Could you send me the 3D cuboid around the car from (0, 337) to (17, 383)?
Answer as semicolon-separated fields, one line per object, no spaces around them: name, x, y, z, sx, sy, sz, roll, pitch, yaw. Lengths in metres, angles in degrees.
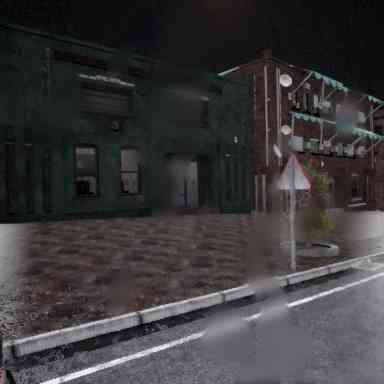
car;-3.301;1.487;1.101;4.902;1.511;2.128;0;0;-36
